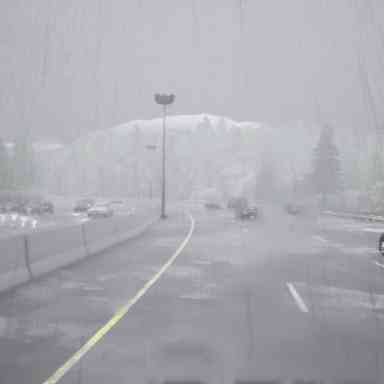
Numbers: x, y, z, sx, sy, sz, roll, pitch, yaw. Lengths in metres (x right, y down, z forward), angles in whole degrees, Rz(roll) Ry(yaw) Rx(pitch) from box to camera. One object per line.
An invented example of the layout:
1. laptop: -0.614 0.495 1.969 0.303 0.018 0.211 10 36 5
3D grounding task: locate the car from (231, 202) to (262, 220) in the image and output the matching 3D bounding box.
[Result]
1. car: 5.344 1.969 32.334 1.895 1.301 4.718 1 -1 -2

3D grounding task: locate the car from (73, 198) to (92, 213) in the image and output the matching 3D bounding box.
1. car: -13.021 1.575 40.873 2.097 1.767 4.553 1 -1 -5

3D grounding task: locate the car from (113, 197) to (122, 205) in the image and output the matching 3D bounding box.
1. car: -16.485 1.938 73.391 1.882 1.535 5.008 1 -1 -18

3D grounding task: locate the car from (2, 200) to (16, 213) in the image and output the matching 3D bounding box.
1. car: -19.785 1.605 37.966 2.128 1.511 4.902 1 -1 -5

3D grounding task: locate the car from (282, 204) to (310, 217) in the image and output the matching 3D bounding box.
1. car: 11.950 2.071 38.578 1.994 1.385 4.181 1 -1 -5

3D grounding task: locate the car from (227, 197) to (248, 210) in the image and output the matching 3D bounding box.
1. car: 7.004 1.792 51.637 2.150 2.045 5.566 1 0 -9

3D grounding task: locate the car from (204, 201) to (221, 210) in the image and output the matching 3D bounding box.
1. car: 3.247 2.143 53.685 1.895 1.301 4.718 1 -1 -9

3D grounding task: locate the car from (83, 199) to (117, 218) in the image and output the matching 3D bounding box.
1. car: -8.961 1.723 32.786 1.812 1.442 4.674 1 -1 -2

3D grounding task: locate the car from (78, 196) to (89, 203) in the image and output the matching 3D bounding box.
1. car: -24.658 1.694 75.423 1.895 1.301 4.718 1 -1 -22

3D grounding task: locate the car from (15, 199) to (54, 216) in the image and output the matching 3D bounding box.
1. car: -16.070 1.621 34.933 2.128 1.511 4.902 1 0 -3

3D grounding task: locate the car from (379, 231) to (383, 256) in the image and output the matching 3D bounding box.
1. car: 8.055 1.553 10.886 2.097 1.767 4.553 1 -1 6
